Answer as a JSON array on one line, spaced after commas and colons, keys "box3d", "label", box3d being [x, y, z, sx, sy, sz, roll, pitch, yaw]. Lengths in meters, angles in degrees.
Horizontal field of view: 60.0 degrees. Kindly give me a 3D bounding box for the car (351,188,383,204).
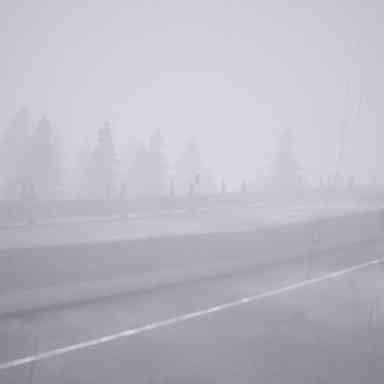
[{"box3d": [18.307, 0.355, 34.218, 4.902, 1.511, 2.128, -3, 2, -35], "label": "car"}]
